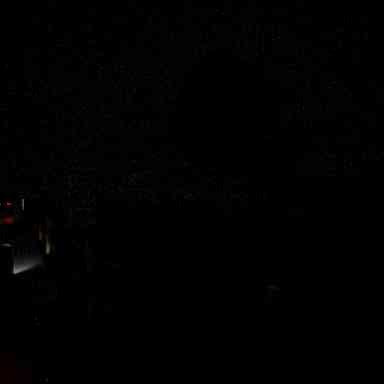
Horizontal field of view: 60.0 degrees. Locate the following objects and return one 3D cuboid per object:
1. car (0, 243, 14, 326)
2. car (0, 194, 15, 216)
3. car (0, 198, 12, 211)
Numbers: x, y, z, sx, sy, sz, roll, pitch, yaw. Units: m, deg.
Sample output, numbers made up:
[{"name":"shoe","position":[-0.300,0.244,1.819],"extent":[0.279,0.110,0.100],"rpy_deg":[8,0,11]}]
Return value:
[{"name":"car","position":[-4.599,1.563,6.476],"extent":[1.994,1.385,4.181],"rpy_deg":[0,0,-28]},{"name":"car","position":[-18.780,1.240,32.701],"extent":[2.150,2.045,5.566],"rpy_deg":[0,0,-28]},{"name":"car","position":[-23.932,1.578,42.105],"extent":[2.033,1.411,5.357],"rpy_deg":[0,0,-28]}]
